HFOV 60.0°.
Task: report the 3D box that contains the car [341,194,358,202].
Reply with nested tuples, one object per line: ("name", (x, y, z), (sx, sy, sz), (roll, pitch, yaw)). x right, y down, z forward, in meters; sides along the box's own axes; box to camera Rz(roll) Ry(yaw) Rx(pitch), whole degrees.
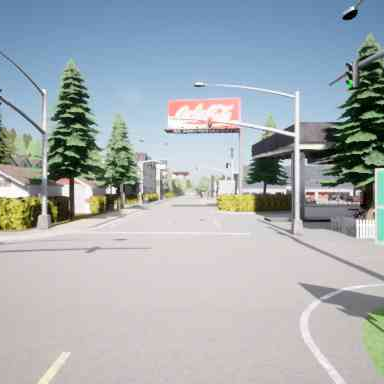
("car", (34.870, 1.489, 71.866), (2.007, 1.523, 4.514), (0, 0, 0))

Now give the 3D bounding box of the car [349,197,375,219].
("car", (14.356, 1.504, 24.998), (3.866, 1.878, 1.905), (0, 0, 0))

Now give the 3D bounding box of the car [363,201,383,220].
("car", (18.679, 1.672, 30.670), (4.611, 1.667, 2.242), (0, 0, 0))

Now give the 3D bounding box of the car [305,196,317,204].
("car", (22.470, 1.552, 64.069), (1.970, 1.475, 3.806), (0, 0, 0))
